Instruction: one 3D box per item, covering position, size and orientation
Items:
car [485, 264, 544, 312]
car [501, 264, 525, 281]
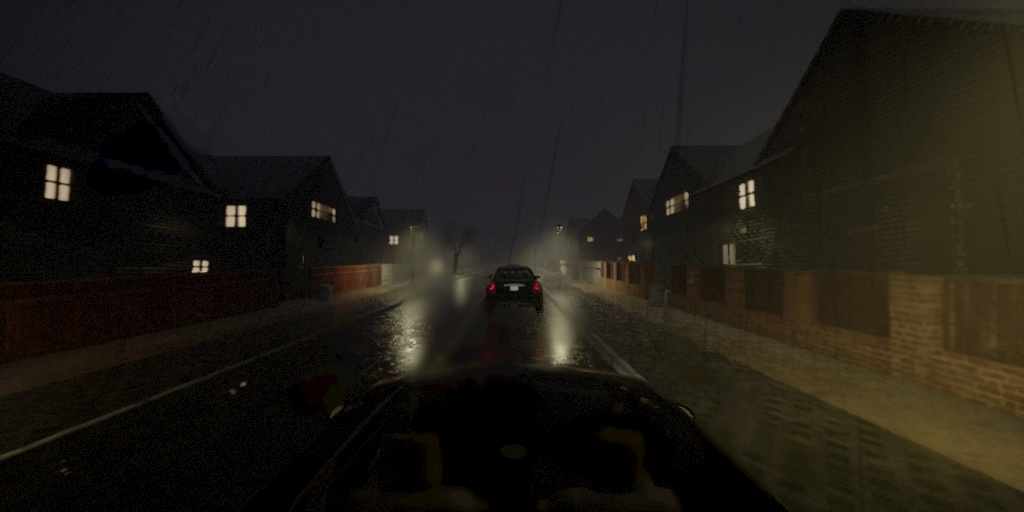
[{"bbox_3d":[0.084,1.162,14.595,2.097,1.767,4.553,0,0,0],"label":"car"},{"bbox_3d":[0.072,1.465,33.642,2.033,1.411,5.357,0,0,0],"label":"car"}]
